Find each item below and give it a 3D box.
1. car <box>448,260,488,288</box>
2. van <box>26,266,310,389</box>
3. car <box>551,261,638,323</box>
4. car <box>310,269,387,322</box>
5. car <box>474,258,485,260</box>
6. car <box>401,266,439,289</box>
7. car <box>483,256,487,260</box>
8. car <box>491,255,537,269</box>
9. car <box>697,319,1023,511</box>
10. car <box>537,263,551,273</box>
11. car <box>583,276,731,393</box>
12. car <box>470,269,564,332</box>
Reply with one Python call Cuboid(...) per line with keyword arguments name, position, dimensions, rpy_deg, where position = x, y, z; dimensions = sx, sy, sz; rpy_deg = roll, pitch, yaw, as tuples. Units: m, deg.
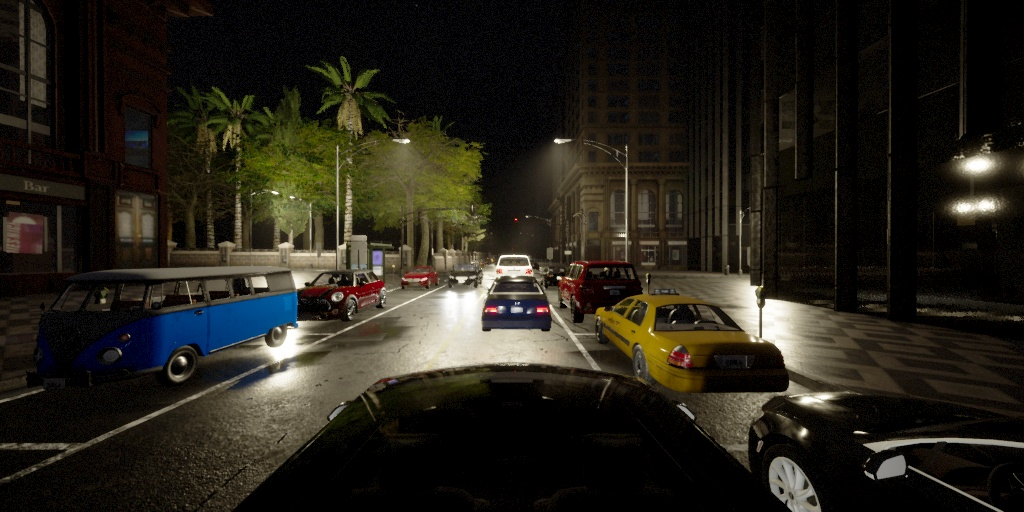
Cuboid(name="car", position=(-2.990, 1.253, 23.650), dimensions=(2.128, 1.511, 4.902), rpy_deg=(0, 0, 0))
Cuboid(name="van", position=(-5.761, 1.090, 6.609), dimensions=(1.690, 1.789, 3.998), rpy_deg=(0, 0, 0))
Cuboid(name="car", position=(2.767, 1.063, 12.016), dimensions=(2.192, 1.841, 5.009), rpy_deg=(0, 0, 0))
Cuboid(name="car", position=(-5.759, 1.188, 12.036), dimensions=(1.967, 1.591, 4.097), rpy_deg=(0, 0, 0))
Cuboid(name="car", position=(-5.739, 1.275, 54.748), dimensions=(2.007, 1.370, 4.403), rpy_deg=(0, 0, 0))
Cuboid(name="car", position=(-5.754, 1.327, 22.888), dimensions=(1.802, 1.307, 4.207), rpy_deg=(0, 0, 0))
Cuboid(name="car", position=(-5.737, 1.159, 60.168), dimensions=(1.967, 1.591, 4.097), rpy_deg=(0, 0, 0))
Cuboid(name="car", position=(0.109, 0.968, 21.408), dimensions=(2.150, 2.045, 5.566), rpy_deg=(0, 0, 0))
Cuboid(name="car", position=(2.762, 1.300, 1.165), dimensions=(2.007, 1.370, 4.403), rpy_deg=(0, 0, 0))
Cuboid(name="car", position=(2.772, 1.310, 22.867), dimensions=(1.948, 1.339, 4.313), rpy_deg=(0, 0, 0))
Cuboid(name="car", position=(2.764, 1.275, 6.761), dimensions=(1.751, 1.417, 4.829), rpy_deg=(0, 0, 0))
Cuboid(name="car", position=(0.106, 1.296, 10.837), dimensions=(2.033, 1.411, 5.357), rpy_deg=(0, 0, 0))
